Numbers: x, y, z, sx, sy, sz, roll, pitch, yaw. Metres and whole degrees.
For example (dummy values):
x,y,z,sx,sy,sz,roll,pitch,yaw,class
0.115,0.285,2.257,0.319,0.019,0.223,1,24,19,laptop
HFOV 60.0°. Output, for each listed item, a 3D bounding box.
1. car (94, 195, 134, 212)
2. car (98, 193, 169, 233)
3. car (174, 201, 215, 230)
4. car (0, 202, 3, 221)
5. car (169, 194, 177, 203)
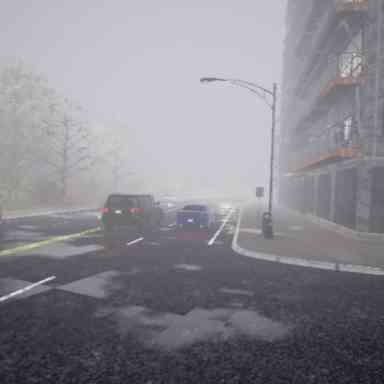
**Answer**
x,y,z,sx,sy,sz,roll,pitch,yaw,class
-7.713,1.085,33.414,2.128,1.511,4.902,2,0,9,car
-3.234,1.081,19.229,2.150,2.045,5.566,2,0,9,car
0.337,1.448,21.005,1.882,1.535,5.008,2,0,9,car
-10.837,0.856,14.421,2.150,2.045,5.566,2,0,10,car
-3.808,1.075,55.690,1.812,1.442,4.674,2,0,11,car
